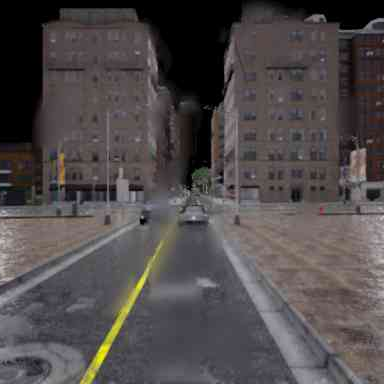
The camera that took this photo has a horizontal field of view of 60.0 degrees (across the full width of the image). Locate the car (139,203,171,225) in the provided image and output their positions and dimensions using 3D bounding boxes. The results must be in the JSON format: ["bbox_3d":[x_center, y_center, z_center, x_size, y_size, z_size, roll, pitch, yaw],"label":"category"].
[{"bbox_3d":[-2.512,1.521,23.859,2.033,1.411,5.357,0,0,0],"label":"car"}]

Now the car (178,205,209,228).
[{"bbox_3d":[0.105,1.540,22.143,1.994,1.385,4.181,0,0,0],"label":"car"}]
